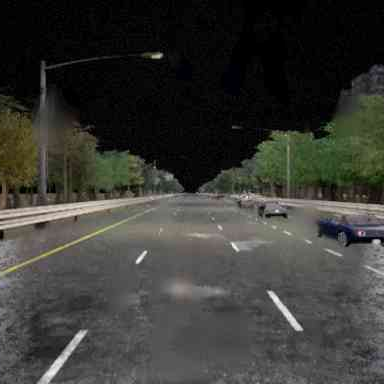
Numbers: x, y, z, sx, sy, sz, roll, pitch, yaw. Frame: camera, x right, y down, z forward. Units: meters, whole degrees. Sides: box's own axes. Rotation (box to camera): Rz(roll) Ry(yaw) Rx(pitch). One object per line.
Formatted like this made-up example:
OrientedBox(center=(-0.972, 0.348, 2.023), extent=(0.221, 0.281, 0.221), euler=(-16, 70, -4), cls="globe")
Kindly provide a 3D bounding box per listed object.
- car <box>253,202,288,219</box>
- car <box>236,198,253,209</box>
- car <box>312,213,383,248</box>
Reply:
OrientedBox(center=(7.035, 1.570, 29.528), extent=(1.994, 1.385, 4.181), euler=(0, 0, 0), cls="car")
OrientedBox(center=(7.085, 1.504, 44.784), extent=(2.128, 1.511, 4.902), euler=(0, 0, 0), cls="car")
OrientedBox(center=(7.006, 1.603, 14.835), extent=(1.895, 1.301, 4.718), euler=(0, 0, 0), cls="car")
